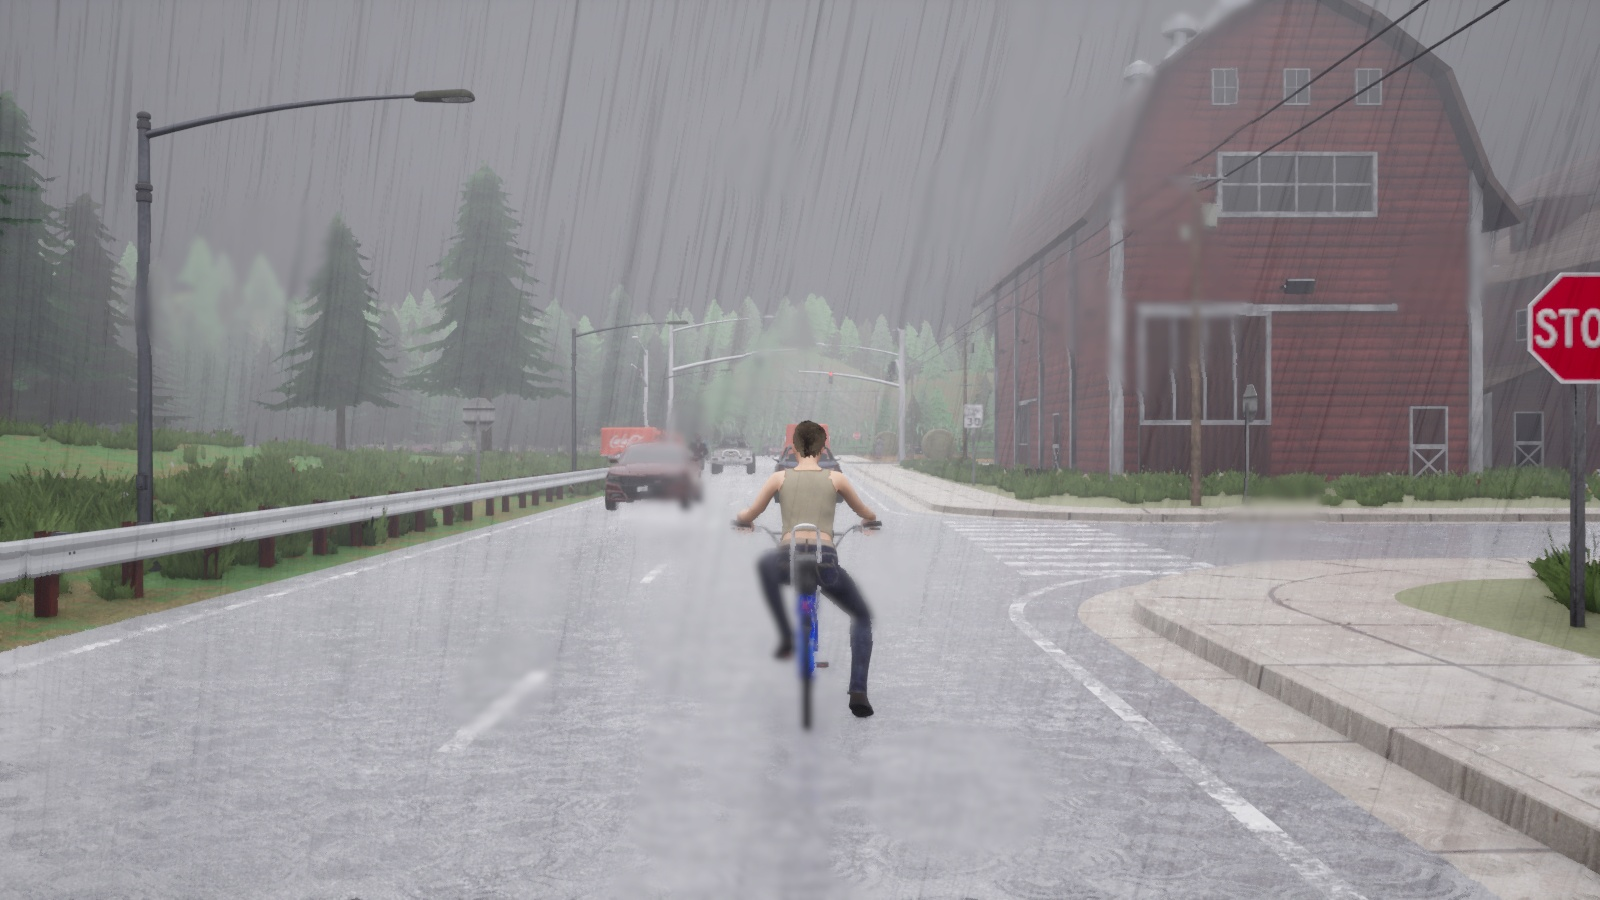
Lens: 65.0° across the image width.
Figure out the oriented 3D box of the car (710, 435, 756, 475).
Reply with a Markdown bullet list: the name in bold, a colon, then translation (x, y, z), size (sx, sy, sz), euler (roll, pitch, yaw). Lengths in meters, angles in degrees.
- **car**: translation (-3.148, 0.221, 60.169), size (1.932, 1.855, 4.605), euler (0, 0, 0)

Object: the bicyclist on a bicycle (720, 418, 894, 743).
- **bicyclist on a bicycle**: translation (0.045, 0.644, 6.984), size (0.866, 1.612, 1.509), euler (0, 0, 1)

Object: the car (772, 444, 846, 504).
- **car**: translation (0.192, 0.574, 33.007), size (1.816, 1.474, 4.193), euler (0, 0, -1)

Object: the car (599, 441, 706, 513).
- **car**: translation (-3.320, 0.556, 29.235), size (1.882, 1.535, 5.008), euler (0, 0, 0)

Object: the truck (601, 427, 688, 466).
- **truck**: translation (-9.857, -0.225, 79.924), size (5.204, 2.467, 2.627), euler (0, 0, -1)

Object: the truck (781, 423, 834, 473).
- **truck**: translation (0.381, -0.106, 64.841), size (2.627, 2.467, 5.204), euler (0, 0, 0)
